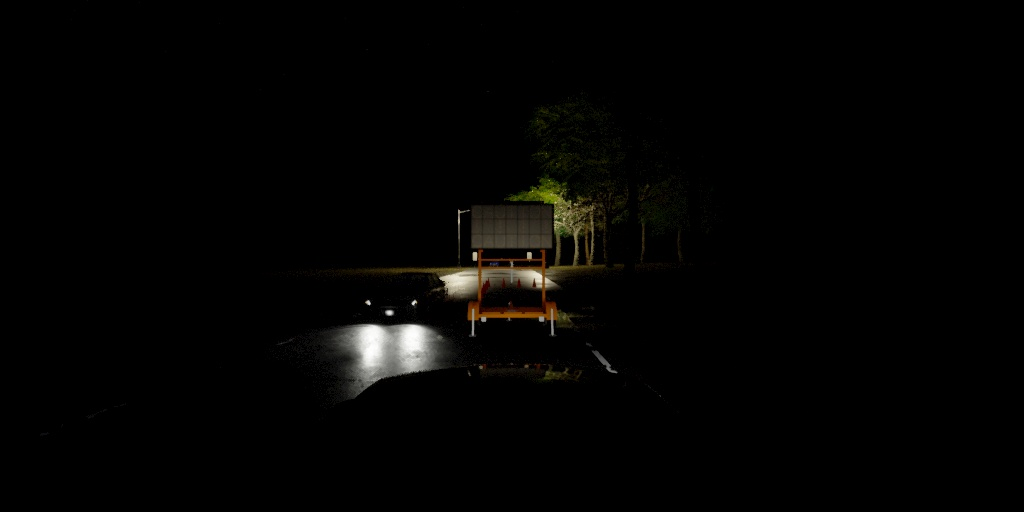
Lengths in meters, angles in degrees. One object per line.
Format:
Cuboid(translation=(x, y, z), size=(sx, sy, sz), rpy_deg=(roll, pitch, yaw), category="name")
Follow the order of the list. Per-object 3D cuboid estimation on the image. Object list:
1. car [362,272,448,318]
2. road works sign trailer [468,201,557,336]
Cuboid(translation=(-3.628, 1.309, 13.292), size=(2.033, 1.411, 5.357), rpy_deg=(0, 0, 0), category="car")
Cuboid(translation=(-0.008, 0.222, 10.379), size=(2.380, 3.560, 2.880), rpy_deg=(0, 0, -1), category="road works sign trailer")
